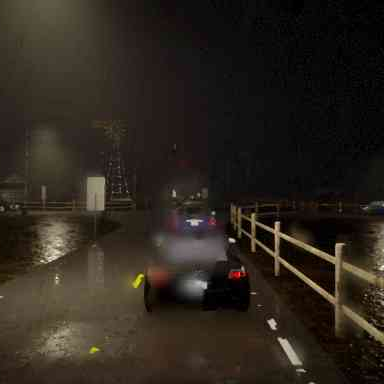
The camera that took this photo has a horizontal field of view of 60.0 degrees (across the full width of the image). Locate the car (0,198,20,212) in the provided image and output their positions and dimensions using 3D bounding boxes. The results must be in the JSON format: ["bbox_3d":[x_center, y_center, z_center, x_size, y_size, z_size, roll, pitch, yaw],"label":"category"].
[{"bbox_3d":[-20.281,1.292,34.042,4.892,1.490,1.837,1,-2,0],"label":"car"}]

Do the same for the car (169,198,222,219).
[{"bbox_3d":[0.109,1.380,16.357,2.097,1.767,4.553,0,0,0],"label":"car"}]

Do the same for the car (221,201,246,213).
[{"bbox_3d":[3.500,1.680,37.655,5.357,1.411,2.033,1,0,0],"label":"car"}]

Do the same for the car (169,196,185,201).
[{"bbox_3d":[-2.796,1.681,55.433,2.128,1.511,4.902,0,0,0],"label":"car"}]

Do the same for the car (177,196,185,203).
[{"bbox_3d":[-2.675,1.883,85.317,1.882,1.535,5.008,0,0,0],"label":"car"}]

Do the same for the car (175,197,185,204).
[{"bbox_3d":[-2.686,1.879,75.188,1.994,1.385,4.181,0,0,0],"label":"car"}]

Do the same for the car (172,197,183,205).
[{"bbox_3d":[-2.737,1.731,65.237,1.882,1.535,5.008,0,0,1],"label":"car"}]

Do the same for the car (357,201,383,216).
[{"bbox_3d":[21.055,1.806,37.631,4.553,1.767,2.097,1,-2,0],"label":"car"}]

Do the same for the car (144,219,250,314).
[{"bbox_3d":[0.104,1.573,7.714,1.994,1.385,4.181,0,0,0],"label":"car"}]
